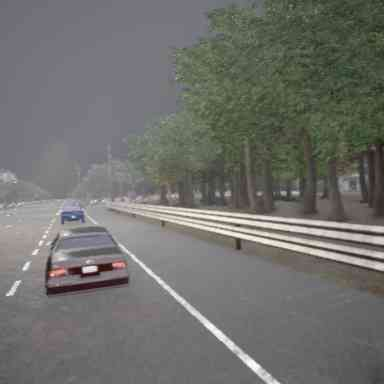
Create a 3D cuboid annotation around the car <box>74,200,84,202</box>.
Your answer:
[{"bbox_3d":[-20.270,2.265,59.883,2.097,1.767,4.553,-3,0,-10],"label":"car"}]

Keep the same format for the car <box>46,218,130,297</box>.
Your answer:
[{"bbox_3d":[-2.982,1.681,9.210,2.033,1.411,5.357,-3,0,-21],"label":"car"}]

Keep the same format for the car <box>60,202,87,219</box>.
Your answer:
[{"bbox_3d":[-10.837,1.986,30.220,1.882,1.535,5.008,-3,0,-21],"label":"car"}]
